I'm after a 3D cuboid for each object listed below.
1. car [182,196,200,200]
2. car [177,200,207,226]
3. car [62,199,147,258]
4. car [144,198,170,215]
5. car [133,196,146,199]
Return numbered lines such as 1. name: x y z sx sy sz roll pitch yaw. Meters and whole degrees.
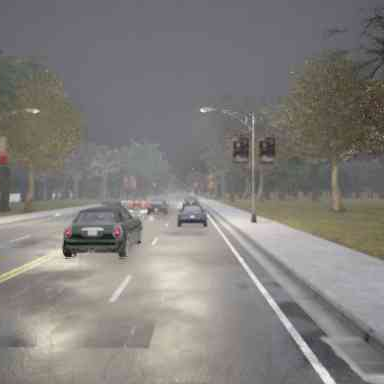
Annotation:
1. car: -0.119 1.297 40.913 2.097 1.767 4.553 0 0 -1
2. car: 0.015 1.524 23.009 1.994 1.385 4.181 0 0 0
3. car: -3.186 1.326 12.739 2.097 1.767 4.553 0 0 0
4. car: -3.301 1.478 32.892 1.812 1.442 4.674 0 0 0
5. car: -6.738 1.295 42.456 2.097 1.767 4.553 0 0 0
